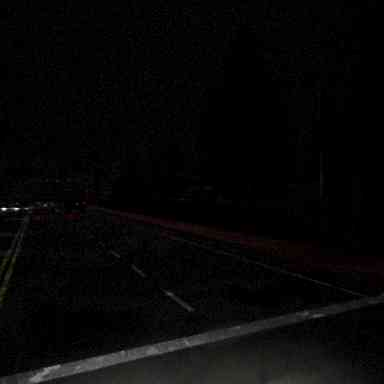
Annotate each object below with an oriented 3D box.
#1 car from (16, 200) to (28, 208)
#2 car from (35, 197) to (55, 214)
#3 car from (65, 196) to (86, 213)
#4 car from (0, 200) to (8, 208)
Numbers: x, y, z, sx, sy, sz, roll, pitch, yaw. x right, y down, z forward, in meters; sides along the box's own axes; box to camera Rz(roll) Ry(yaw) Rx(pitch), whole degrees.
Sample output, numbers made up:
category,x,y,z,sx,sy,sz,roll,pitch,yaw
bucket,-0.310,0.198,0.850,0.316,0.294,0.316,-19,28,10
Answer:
category,x,y,z,sx,sy,sz,roll,pitch,yaw
car,-33.064,2.218,64.683,1.882,1.535,5.008,-1,0,-25
car,-18.544,1.643,42.027,2.150,2.045,5.566,-1,0,-25
car,-14.962,1.559,42.618,2.150,2.045,5.566,-1,0,-25
car,-36.234,2.291,63.202,1.882,1.535,5.008,-1,0,-25
